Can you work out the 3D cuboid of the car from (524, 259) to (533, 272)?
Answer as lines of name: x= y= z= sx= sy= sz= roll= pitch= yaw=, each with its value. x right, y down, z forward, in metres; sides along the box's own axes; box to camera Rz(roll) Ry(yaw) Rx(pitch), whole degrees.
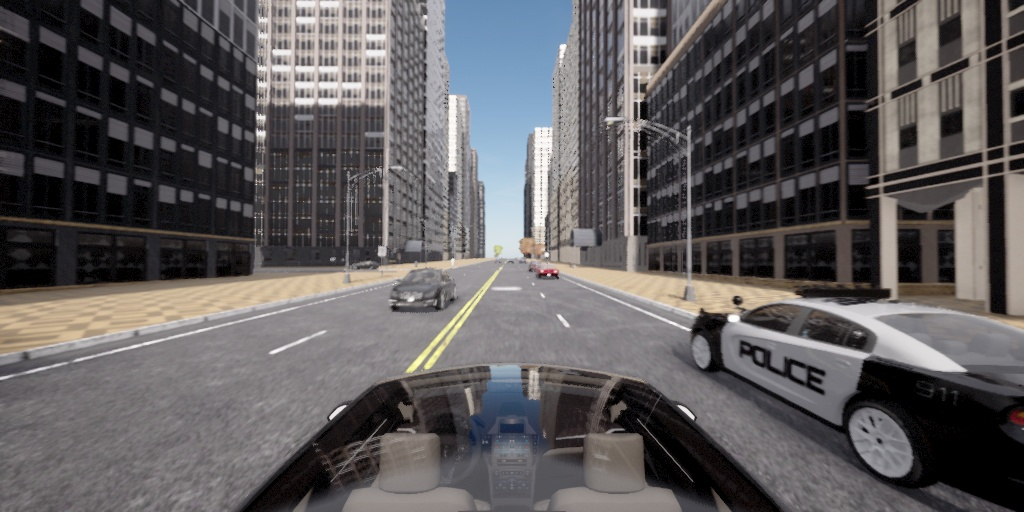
car: x=3.084 y=1.335 z=46.805 sx=2.033 sy=1.411 sz=5.357 roll=0 pitch=0 yaw=0

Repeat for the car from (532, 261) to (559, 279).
car: x=3.209 y=1.385 z=33.520 sx=1.895 sy=1.301 sz=4.718 roll=0 pitch=0 yaw=0

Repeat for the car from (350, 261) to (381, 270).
car: x=-22.642 y=1.476 z=55.412 sx=4.403 sy=1.370 sz=2.007 roll=0 pitch=0 yaw=-1

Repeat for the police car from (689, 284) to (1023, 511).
police car: x=4.224 y=1.201 z=4.775 sx=1.930 sy=1.638 sz=5.238 roll=0 pitch=0 yaw=0

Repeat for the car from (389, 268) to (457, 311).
car: x=-3.391 y=1.244 z=14.417 sx=1.837 sy=1.490 sz=4.892 roll=0 pitch=-1 yaw=0

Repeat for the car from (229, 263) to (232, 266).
car: x=-39.432 y=1.295 z=46.620 sx=4.097 sy=1.591 sz=1.967 roll=0 pitch=0 yaw=-1
